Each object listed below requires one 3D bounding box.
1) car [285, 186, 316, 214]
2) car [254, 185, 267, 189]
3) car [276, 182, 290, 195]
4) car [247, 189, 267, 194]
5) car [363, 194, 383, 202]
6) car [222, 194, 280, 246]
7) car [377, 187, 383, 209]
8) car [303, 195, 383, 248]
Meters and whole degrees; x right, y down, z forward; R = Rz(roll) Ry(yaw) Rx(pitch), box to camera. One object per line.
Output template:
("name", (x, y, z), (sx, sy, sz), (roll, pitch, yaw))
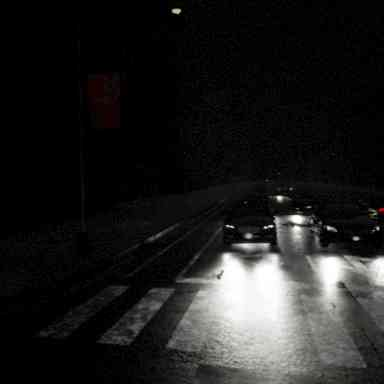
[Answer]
("car", (7.768, 0.614, 23.115), (1.837, 1.490, 4.892), (-1, 3, 12))
("car", (9.507, -0.248, 46.567), (2.033, 1.411, 5.357), (-1, 2, 12))
("car", (12.557, -0.456, 45.332), (2.097, 1.767, 4.553), (-1, 2, 12))
("car", (4.788, 0.708, 24.728), (1.895, 1.301, 4.718), (-1, 2, 12))
("car", (10.260, 0.792, 18.240), (2.033, 1.411, 5.357), (-1, 2, 12))
("car", (2.328, 1.064, 13.113), (2.128, 1.511, 4.902), (-1, 2, 12))
("car", (14.547, 0.473, 22.807), (1.882, 1.535, 5.008), (-1, 2, 12))
("car", (5.517, 1.062, 12.485), (1.812, 1.442, 4.674), (-1, 2, 12))
